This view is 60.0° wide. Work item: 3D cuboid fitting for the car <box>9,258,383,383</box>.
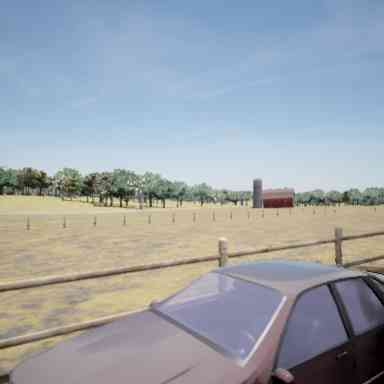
[{"bbox_3d":[0.941,1.558,3.746,5.357,1.411,2.033,0,0,-35],"label":"car"}]
